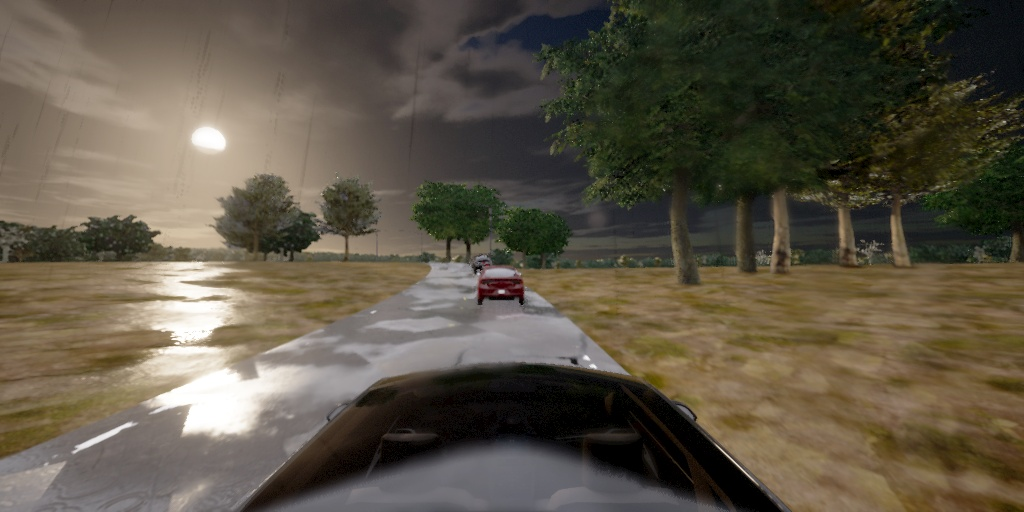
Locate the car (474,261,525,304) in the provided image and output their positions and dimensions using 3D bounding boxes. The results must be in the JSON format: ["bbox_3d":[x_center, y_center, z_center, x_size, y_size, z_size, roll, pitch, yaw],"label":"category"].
[{"bbox_3d":[-0.551,1.159,15.958,1.882,1.535,5.008,0,1,-4],"label":"car"}]

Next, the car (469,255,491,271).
[{"bbox_3d":[-3.047,0.656,35.453,1.837,1.490,4.892,-11,5,-9],"label":"car"}]
